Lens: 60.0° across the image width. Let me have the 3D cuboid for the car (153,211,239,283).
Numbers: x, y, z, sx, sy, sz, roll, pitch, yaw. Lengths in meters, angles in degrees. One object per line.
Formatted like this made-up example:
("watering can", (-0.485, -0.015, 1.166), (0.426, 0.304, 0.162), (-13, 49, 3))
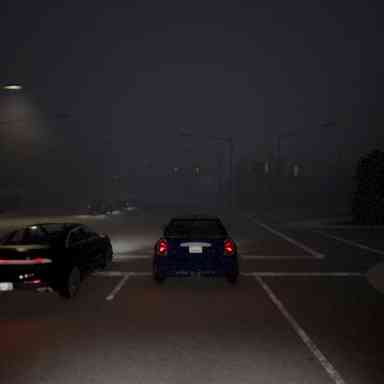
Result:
("car", (0.092, 1.397, 9.970), (2.097, 1.767, 4.553), (0, 0, 0))

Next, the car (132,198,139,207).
("car", (-10.538, 1.770, 58.654), (2.128, 1.511, 4.902), (0, 1, 1))

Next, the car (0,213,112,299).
("car", (-3.408, 1.525, 8.491), (2.128, 1.511, 4.902), (0, 0, 0))

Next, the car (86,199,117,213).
("car", (-10.595, 1.662, 38.469), (2.097, 1.767, 4.553), (0, 0, 0))

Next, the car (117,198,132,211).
("car", (-10.587, 1.848, 48.248), (2.128, 1.511, 4.902), (0, 0, 0))
